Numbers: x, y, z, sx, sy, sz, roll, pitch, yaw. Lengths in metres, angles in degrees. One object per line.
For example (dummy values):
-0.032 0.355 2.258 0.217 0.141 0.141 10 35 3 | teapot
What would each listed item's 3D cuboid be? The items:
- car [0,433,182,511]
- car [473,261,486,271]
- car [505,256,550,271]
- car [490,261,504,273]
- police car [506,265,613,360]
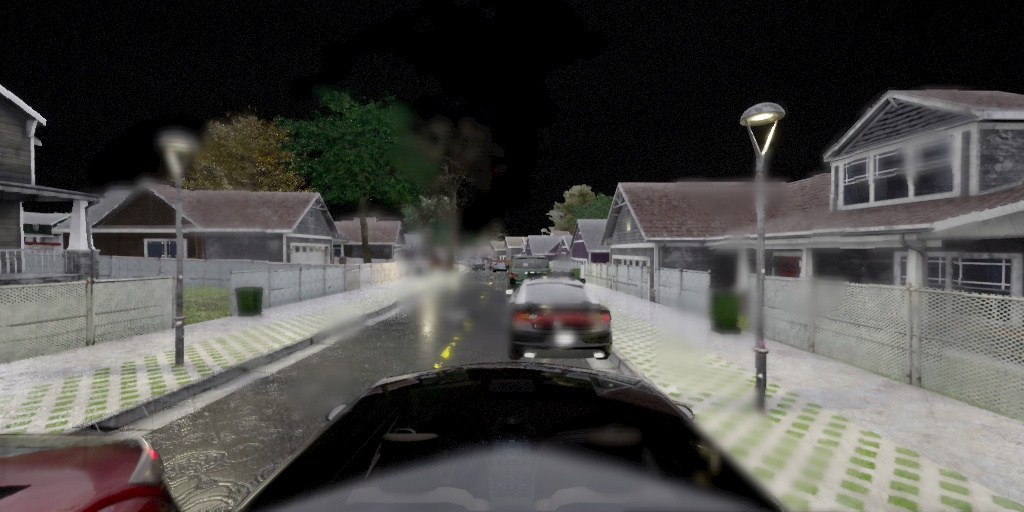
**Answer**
-2.863 1.314 0.259 1.994 1.385 4.181 0 0 0 | car
-4.957 1.523 54.265 2.033 1.411 5.357 0 -1 -6 | car
0.847 0.999 18.479 2.150 2.045 5.566 0 0 -1 | car
-1.507 1.473 47.472 1.994 1.385 4.181 0 0 -4 | car
0.899 1.180 8.505 1.930 1.638 5.238 0 0 0 | police car
